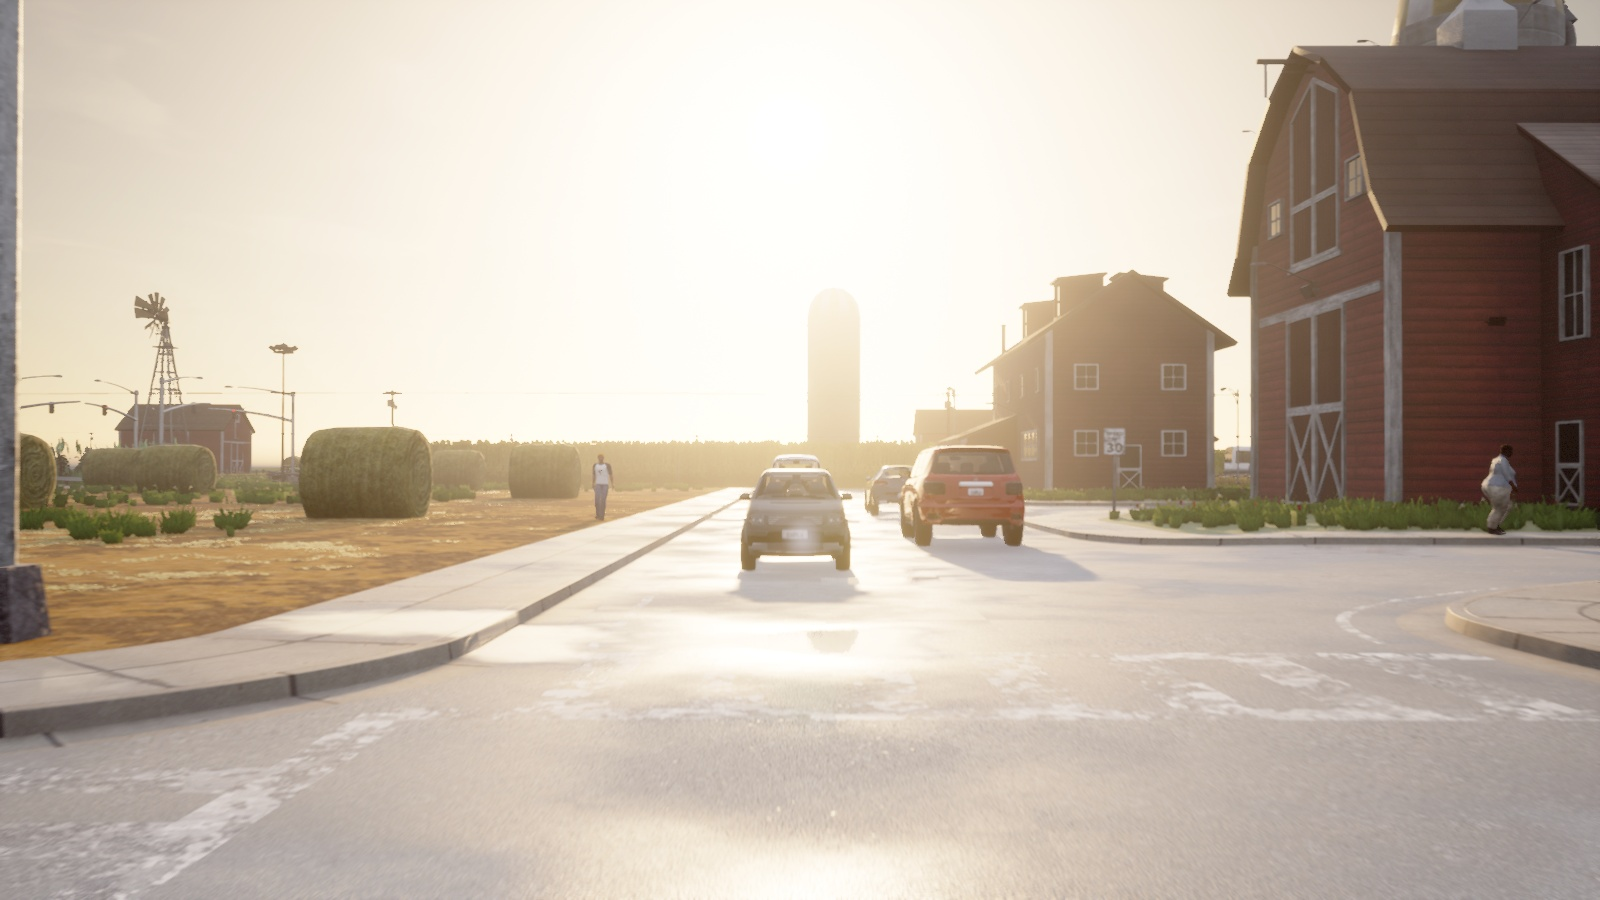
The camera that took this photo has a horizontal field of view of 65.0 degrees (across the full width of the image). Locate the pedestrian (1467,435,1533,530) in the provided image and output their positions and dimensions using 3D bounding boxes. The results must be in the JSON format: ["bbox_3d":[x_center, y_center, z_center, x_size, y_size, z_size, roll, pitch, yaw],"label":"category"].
[{"bbox_3d":[13.887,0.637,24.935,0.900,1.855,0.874,-1,-1,12],"label":"pedestrian"}]

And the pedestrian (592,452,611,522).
[{"bbox_3d":[-5.320,0.990,33.714,0.354,1.836,0.706,0,-1,4],"label":"pedestrian"}]

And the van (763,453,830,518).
[{"bbox_3d":[-0.117,1.141,41.748,2.069,2.038,4.480,0,-1,0],"label":"van"}]

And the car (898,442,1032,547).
[{"bbox_3d":[3.426,0.907,27.242,2.150,2.045,5.566,0,-1,0],"label":"car"}]

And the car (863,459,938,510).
[{"bbox_3d":[3.381,1.151,43.364,2.152,1.651,5.027,-1,-1,0],"label":"car"}]

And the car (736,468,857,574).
[{"bbox_3d":[-0.055,1.079,20.422,1.789,1.549,3.705,0,-1,0],"label":"car"}]
